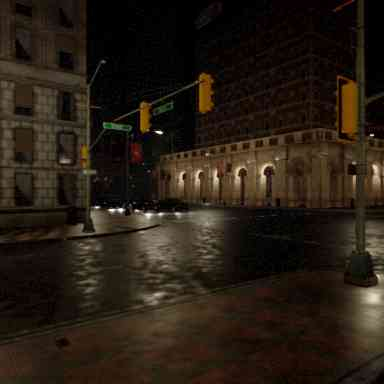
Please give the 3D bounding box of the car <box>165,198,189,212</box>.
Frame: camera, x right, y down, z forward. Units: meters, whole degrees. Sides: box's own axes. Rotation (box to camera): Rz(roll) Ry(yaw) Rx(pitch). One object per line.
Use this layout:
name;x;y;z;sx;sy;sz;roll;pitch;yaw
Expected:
car;-2.273;1.468;39.231;1.882;1.535;5.008;0;0;-36

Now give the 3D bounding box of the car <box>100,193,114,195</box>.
car;-14.117;1.212;56.016;2.150;2.045;5.566;0;0;-35

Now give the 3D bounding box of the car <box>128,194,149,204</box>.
car;-9.982;1.339;62.357;2.097;1.767;4.553;0;0;-35

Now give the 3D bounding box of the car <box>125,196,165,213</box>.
car;-5.318;1.497;37.467;1.837;1.490;4.892;0;0;-36

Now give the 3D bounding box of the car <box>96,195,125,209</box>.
car;-11.124;1.556;45.597;1.994;1.385;4.181;0;0;-35

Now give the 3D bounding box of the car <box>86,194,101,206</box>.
car;-16.990;1.469;53.987;1.882;1.535;5.008;0;0;-35
